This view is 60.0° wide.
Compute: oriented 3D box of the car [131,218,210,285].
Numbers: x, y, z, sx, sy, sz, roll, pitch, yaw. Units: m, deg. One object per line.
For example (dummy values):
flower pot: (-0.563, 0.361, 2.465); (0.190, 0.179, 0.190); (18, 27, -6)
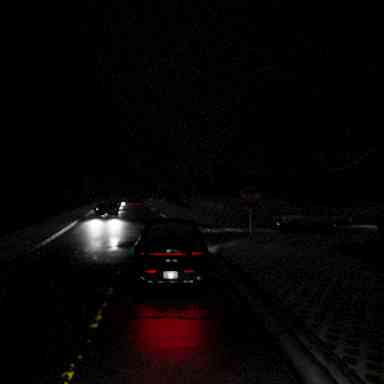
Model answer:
car: (-0.581, 1.489, 9.427); (1.837, 1.490, 4.892); (0, 0, -3)

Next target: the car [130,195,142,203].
car: (-10.695, 1.274, 63.276); (1.812, 1.442, 4.674); (0, 0, -7)

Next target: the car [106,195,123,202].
car: (-9.183, 1.299, 38.246); (1.837, 1.490, 4.892); (0, 0, -11)

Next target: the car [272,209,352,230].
car: (7.646, 1.762, 21.522); (4.718, 1.301, 1.895); (1, -3, -9)

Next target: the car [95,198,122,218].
car: (-7.289, 1.453, 28.813); (1.895, 1.301, 4.718); (0, 0, -12)

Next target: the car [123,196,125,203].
car: (-11.287, 1.226, 48.922); (1.882, 1.535, 5.008); (0, 0, -11)
